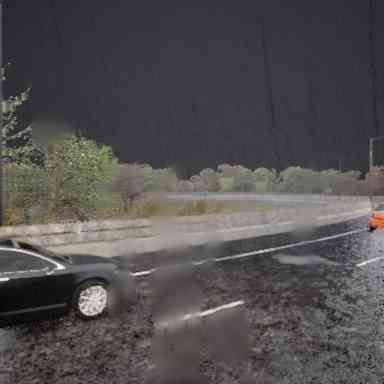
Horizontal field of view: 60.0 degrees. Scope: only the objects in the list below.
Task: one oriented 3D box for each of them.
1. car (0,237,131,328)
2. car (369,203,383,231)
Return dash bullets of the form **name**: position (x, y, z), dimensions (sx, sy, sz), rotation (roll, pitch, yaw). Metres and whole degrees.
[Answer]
- **car**: position (-3.466, 1.548, 5.750), dimensions (4.892, 1.490, 1.837), rotation (0, 0, -36)
- **car**: position (12.222, 1.387, 19.774), dimensions (2.097, 1.767, 4.553), rotation (-1, 0, 43)
